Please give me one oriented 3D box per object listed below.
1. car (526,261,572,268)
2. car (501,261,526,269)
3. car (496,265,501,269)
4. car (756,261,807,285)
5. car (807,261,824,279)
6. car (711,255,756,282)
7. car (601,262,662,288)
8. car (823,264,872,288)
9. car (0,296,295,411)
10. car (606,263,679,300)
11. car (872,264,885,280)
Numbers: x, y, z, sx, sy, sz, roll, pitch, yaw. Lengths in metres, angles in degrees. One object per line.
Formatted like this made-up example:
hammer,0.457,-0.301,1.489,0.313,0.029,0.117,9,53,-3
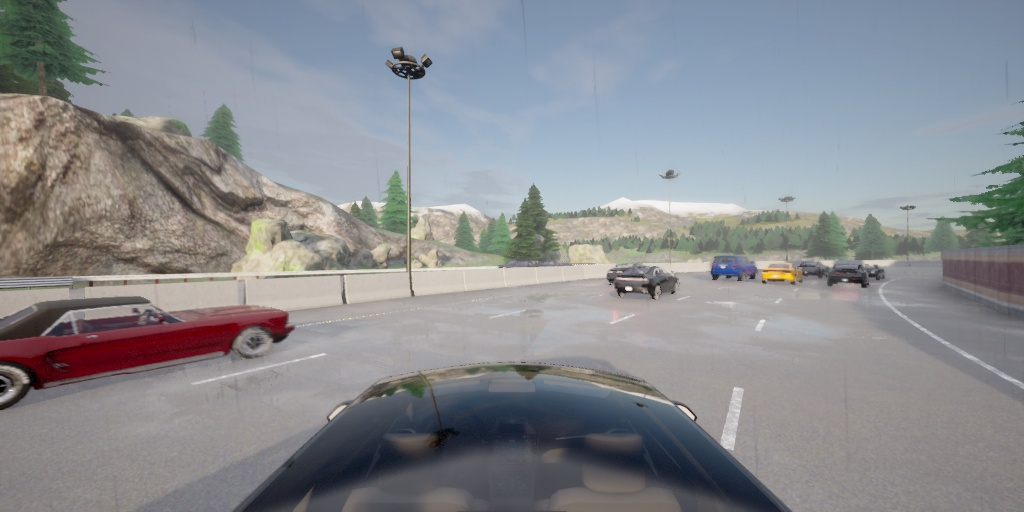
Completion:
car,4.096,1.241,35.694,4.902,1.511,2.128,0,0,-45
car,1.576,1.241,38.120,4.902,1.511,2.128,0,0,-45
car,0.497,1.298,46.798,5.357,1.411,2.033,0,0,-43
car,19.844,1.228,26.266,5.008,1.535,1.882,0,0,-43
car,27.813,1.241,33.107,4.902,1.511,2.128,0,0,-39
car,18.457,0.969,29.780,5.566,2.045,2.150,0,0,-42
car,8.304,1.242,24.692,2.128,1.511,4.902,0,0,43
car,22.524,1.255,23.984,4.892,1.490,1.837,0,0,-43
car,-6.564,1.350,6.146,1.895,1.301,4.718,0,0,34
car,6.769,1.240,17.772,2.128,1.511,4.902,0,0,40
car,30.488,1.351,30.791,4.718,1.301,1.895,0,0,-39
